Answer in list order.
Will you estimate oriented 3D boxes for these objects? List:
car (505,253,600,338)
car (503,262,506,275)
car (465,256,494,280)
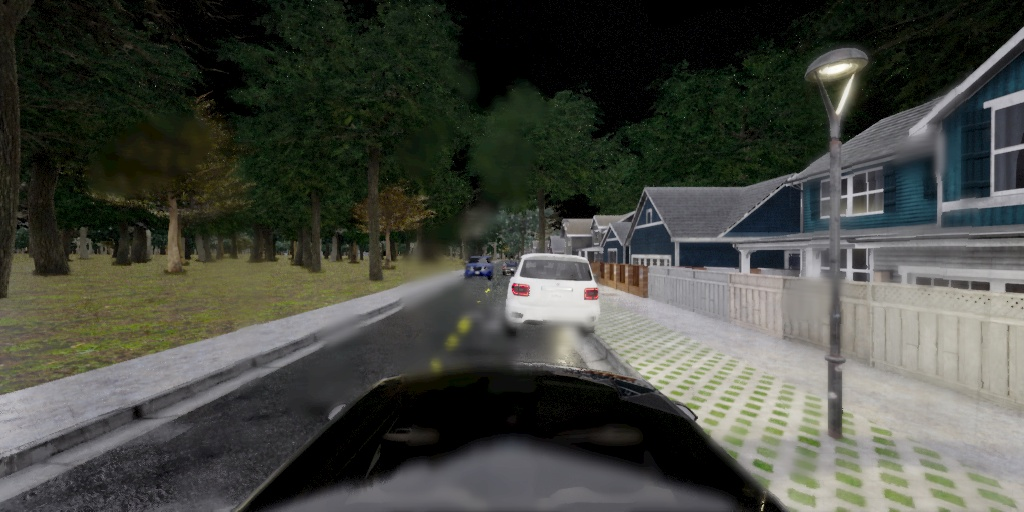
[{"bbox_3d":[0.962,1.011,10.362,2.150,2.045,5.566,3,-1,0],"label":"car"},{"bbox_3d":[0.014,1.340,38.462,1.994,1.385,4.181,0,0,1],"label":"car"},{"bbox_3d":[-2.767,0.993,31.291,2.150,2.045,5.566,0,0,0],"label":"car"}]
